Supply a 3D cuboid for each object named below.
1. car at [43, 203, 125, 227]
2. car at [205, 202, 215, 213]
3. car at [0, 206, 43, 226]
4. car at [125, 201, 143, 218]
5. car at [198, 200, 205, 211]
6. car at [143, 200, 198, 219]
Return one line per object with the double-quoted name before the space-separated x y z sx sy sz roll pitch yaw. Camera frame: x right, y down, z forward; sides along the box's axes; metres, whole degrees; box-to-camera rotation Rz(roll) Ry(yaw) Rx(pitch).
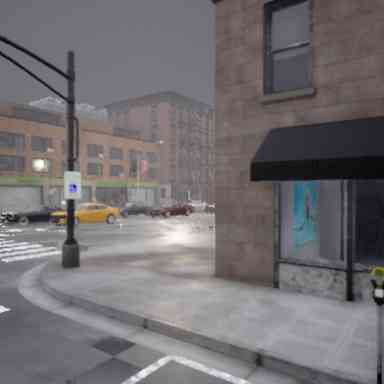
"car" -7.395 1.520 23.257 1.882 1.535 5.008 0 0 35
"car" 3.909 1.747 39.231 1.895 1.301 4.718 0 0 35
"car" -10.967 1.629 23.834 1.895 1.301 4.718 0 0 35
"car" -5.675 1.601 31.320 1.812 1.442 4.674 0 0 36
"car" 0.291 1.656 39.743 1.812 1.442 4.674 0 0 35
"car" -1.916 1.570 31.010 1.882 1.535 5.008 0 0 35
